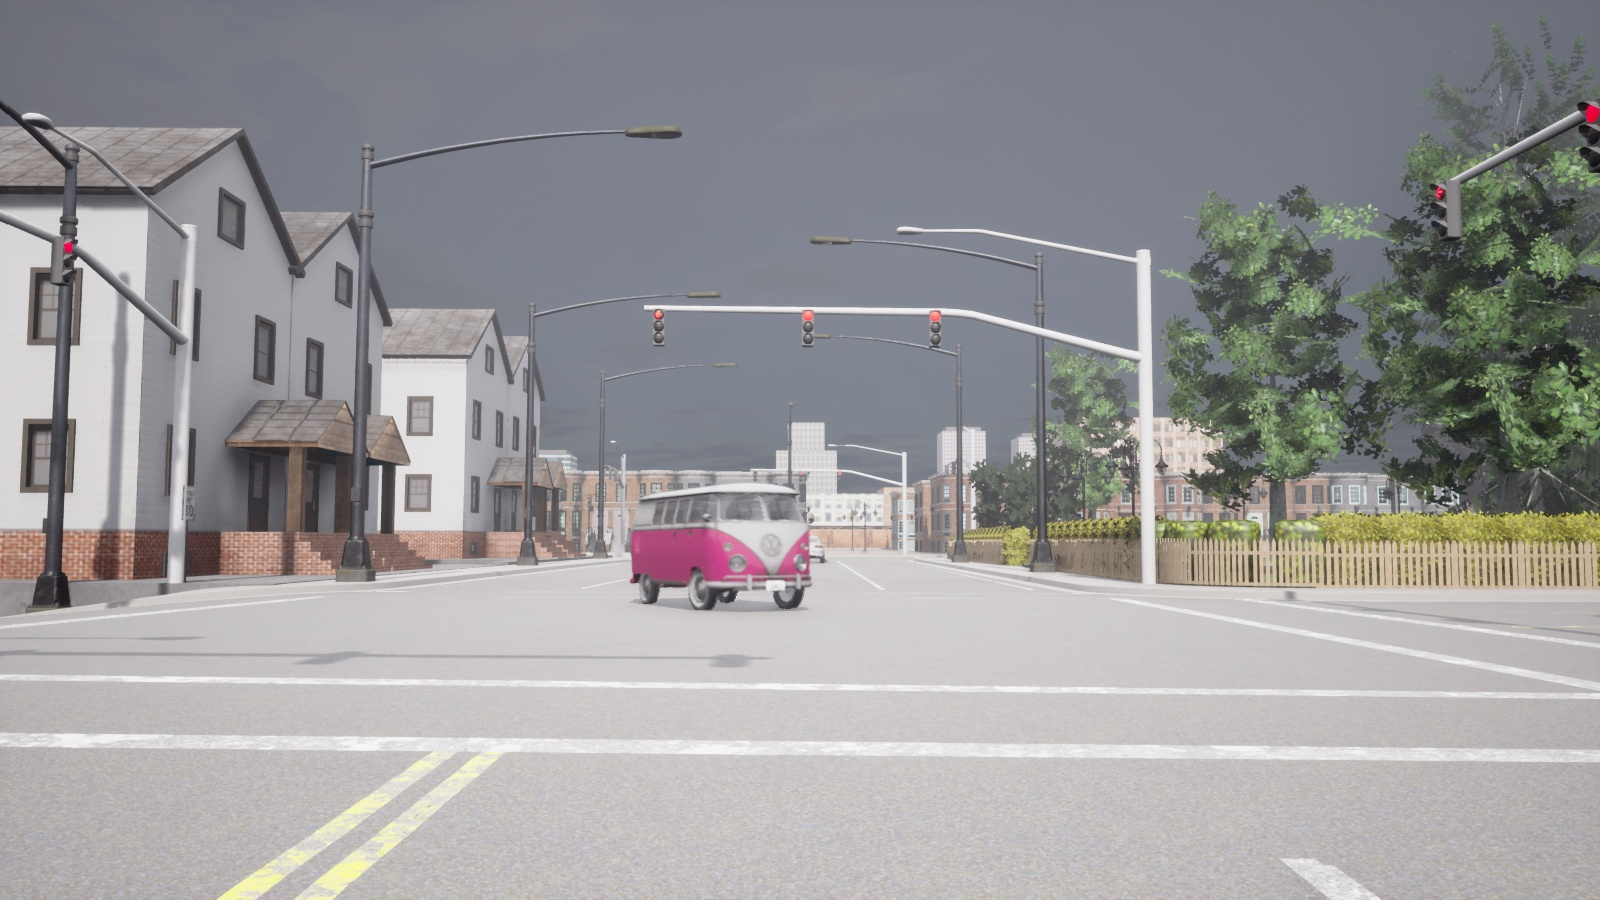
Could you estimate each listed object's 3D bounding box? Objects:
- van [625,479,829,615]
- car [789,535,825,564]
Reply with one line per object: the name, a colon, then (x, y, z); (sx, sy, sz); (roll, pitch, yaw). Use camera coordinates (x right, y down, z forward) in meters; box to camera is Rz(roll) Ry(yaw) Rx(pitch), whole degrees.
van: (-1.337, 1.598, 20.769); (1.775, 1.987, 4.442); (2, -5, -26)
car: (0.371, 5.252, 66.562); (1.812, 1.442, 4.674); (0, -4, 0)
